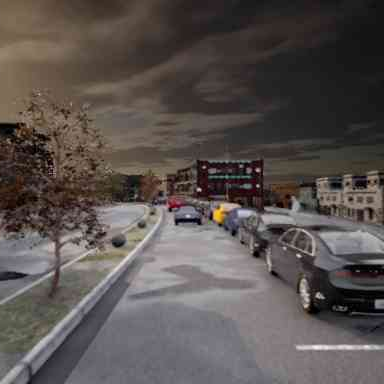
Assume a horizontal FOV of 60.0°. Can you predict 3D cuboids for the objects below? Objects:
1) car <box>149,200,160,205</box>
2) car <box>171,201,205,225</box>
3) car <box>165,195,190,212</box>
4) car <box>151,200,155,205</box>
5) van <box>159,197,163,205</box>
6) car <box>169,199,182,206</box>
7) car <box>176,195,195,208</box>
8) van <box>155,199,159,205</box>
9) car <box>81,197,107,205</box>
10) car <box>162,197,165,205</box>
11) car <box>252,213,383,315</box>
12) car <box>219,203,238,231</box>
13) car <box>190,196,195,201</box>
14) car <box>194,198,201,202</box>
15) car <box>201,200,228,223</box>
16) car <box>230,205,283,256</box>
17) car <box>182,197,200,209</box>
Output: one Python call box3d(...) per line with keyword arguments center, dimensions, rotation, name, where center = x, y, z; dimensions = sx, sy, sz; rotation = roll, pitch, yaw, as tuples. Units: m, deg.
box3d(center=(-10.778, 3.007, 94.903), dimensions=(2.097, 1.535, 5.008), rotation=(0, -2, -18), name="car")
box3d(center=(-0.389, 1.660, 25.160), dimensions=(1.994, 1.385, 4.181), rotation=(0, 0, -3), name="car")
box3d(center=(-1.992, 1.440, 42.958), dimensions=(2.150, 2.045, 5.566), rotation=(0, 0, -7), name="car")
box3d(center=(-9.097, 2.835, 89.676), dimensions=(2.163, 1.488, 4.792), rotation=(0, -2, -16), name="car")
box3d(center=(-6.066, 2.186, 79.120), dimensions=(1.878, 1.987, 4.442), rotation=(0, -2, -14), name="van")
box3d(center=(-3.421, 2.131, 68.219), dimensions=(2.002, 1.452, 4.674), rotation=(0, -1, -12), name="car")
box3d(center=(-1.207, 1.613, 57.405), dimensions=(2.435, 2.045, 5.566), rotation=(0, -1, -10), name="car")
box3d(center=(-7.546, 2.377, 84.454), dimensions=(1.878, 1.987, 4.442), rotation=(0, -2, -15), name="van")
box3d(center=(-22.025, 2.136, 74.940), dimensions=(5.566, 2.045, 2.435), rotation=(0, -2, -15), name="car")
box3d(center=(-4.687, 2.278, 73.613), dimensions=(2.002, 1.452, 4.674), rotation=(0, -2, -13), name="car")
box3d(center=(3.001, 1.484, 7.599), dimensions=(2.231, 1.521, 4.892), rotation=(0, 0, 0), name="car")
box3d(center=(2.889, 1.571, 18.666), dimensions=(2.002, 1.452, 4.674), rotation=(0, 0, -1), name="car")
box3d(center=(0.563, 1.724, 46.297), dimensions=(2.231, 1.521, 4.892), rotation=(0, 0, -7), name="car")
box3d(center=(1.826, 1.676, 35.430), dimensions=(2.163, 1.488, 4.792), rotation=(0, 0, -5), name="car")
box3d(center=(2.317, 1.482, 29.724), dimensions=(2.185, 1.767, 4.553), rotation=(0, 0, -4), name="car")
box3d(center=(2.997, 1.499, 13.119), dimensions=(2.231, 1.521, 4.892), rotation=(0, 0, 0), name="car")
box3d(center=(-0.273, 1.657, 51.872), dimensions=(2.185, 1.767, 4.553), rotation=(0, -1, -9), name="car")
